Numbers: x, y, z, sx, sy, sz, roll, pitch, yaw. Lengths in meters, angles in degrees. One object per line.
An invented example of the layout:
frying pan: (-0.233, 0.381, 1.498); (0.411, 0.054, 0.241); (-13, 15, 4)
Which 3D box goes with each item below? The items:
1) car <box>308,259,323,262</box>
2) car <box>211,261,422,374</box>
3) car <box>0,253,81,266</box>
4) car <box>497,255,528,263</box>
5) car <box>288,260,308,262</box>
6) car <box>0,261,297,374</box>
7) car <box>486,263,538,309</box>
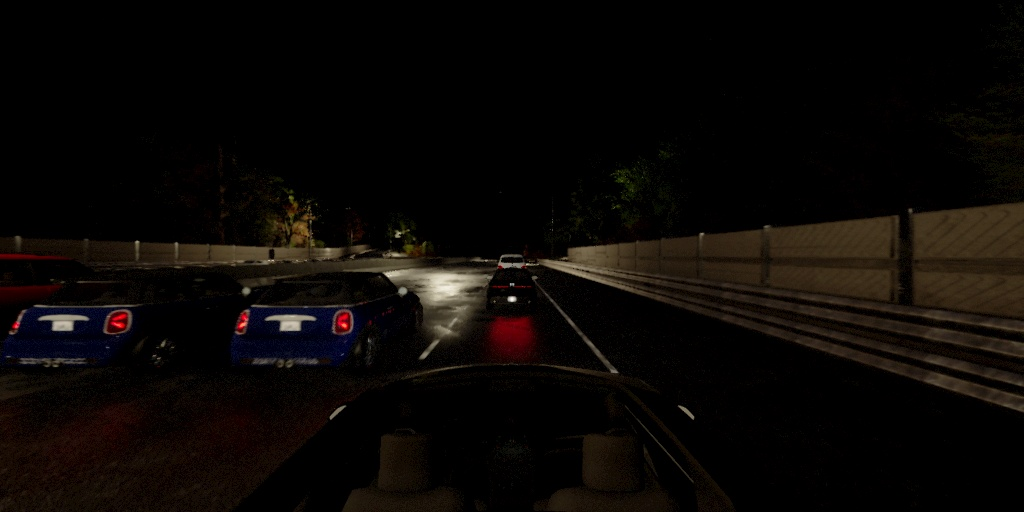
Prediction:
car: (-20.997, 1.234, 41.218); (1.994, 1.385, 4.181); (0, 1, 0)
car: (-3.400, 1.084, 7.630); (2.097, 1.767, 4.553); (0, 0, 0)
car: (-10.399, 0.955, 7.365); (2.150, 2.045, 5.566); (0, 0, 0)
car: (0.007, 0.911, 27.328); (2.150, 2.045, 5.566); (0, 0, 0)
car: (-24.504, 1.161, 43.929); (2.128, 1.511, 4.902); (0, 1, 1)
car: (-6.898, 1.084, 7.634); (2.097, 1.767, 4.553); (0, 0, 0)
car: (0.003, 1.220, 14.639); (1.837, 1.490, 4.892); (0, 0, 0)
